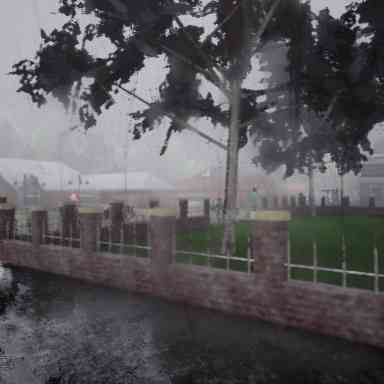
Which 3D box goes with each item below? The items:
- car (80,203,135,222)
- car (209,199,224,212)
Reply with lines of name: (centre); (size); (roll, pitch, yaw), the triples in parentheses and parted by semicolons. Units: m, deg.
car: (-7.129, 1.693, 28.365); (1.882, 1.535, 5.008); (-1, 0, 36)
car: (3.260, 1.724, 42.751); (1.837, 1.490, 4.892); (-1, 0, 36)
